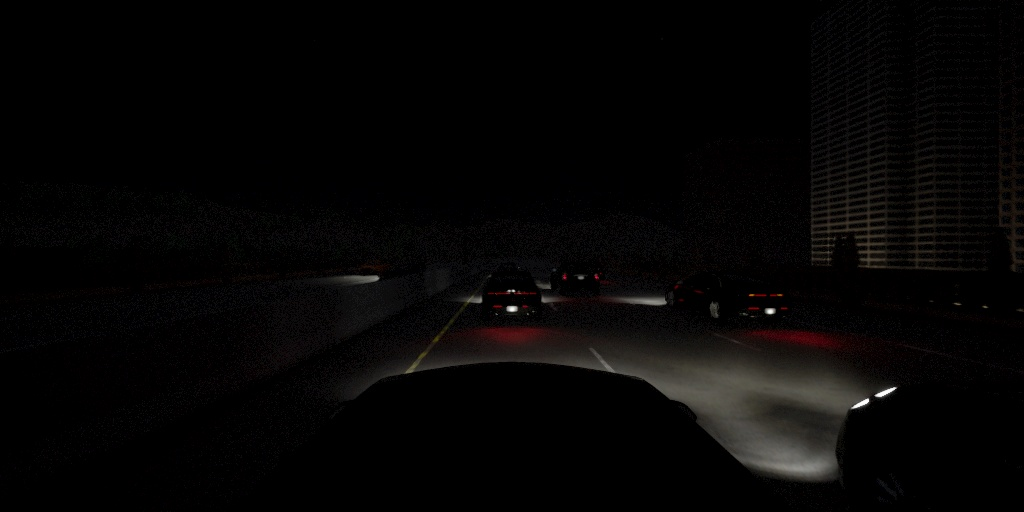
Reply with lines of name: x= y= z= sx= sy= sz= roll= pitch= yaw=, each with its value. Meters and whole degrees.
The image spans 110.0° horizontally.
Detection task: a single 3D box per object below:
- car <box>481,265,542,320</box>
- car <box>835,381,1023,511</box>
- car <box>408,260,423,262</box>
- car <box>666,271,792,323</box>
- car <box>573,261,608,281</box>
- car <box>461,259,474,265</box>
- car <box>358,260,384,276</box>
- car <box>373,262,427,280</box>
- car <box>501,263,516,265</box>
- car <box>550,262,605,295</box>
car: x=-0.027 y=1.249 z=12.602 sx=1.837 sy=1.490 sz=4.892 roll=0 pitch=0 yaw=-1
car: x=3.575 y=1.100 z=0.886 sx=2.097 sy=1.767 sz=4.553 roll=0 pitch=0 yaw=0
car: x=-11.149 y=1.229 z=41.250 sx=2.128 sy=1.511 sz=4.902 roll=0 pitch=0 yaw=-1
car: x=6.980 y=1.245 z=12.153 sx=1.837 sy=1.490 sz=4.892 roll=0 pitch=0 yaw=-1
car: x=6.697 y=1.236 z=31.121 sx=1.837 sy=1.490 sz=4.892 roll=0 pitch=0 yaw=-1
car: x=-7.945 y=1.309 z=64.781 sx=1.994 sy=1.385 sz=4.181 roll=0 pitch=0 yaw=0
car: x=-14.604 y=1.220 z=38.149 sx=1.882 sy=1.535 sz=5.008 roll=0 pitch=0 yaw=-1
car: x=-7.391 y=1.308 z=24.102 sx=1.994 sy=1.385 sz=4.181 roll=0 pitch=0 yaw=-1
car: x=-0.300 y=1.283 z=30.875 sx=2.033 sy=1.411 sz=5.357 roll=0 pitch=0 yaw=-1
car: x=3.369 y=1.091 z=19.772 sx=2.097 sy=1.767 sz=4.553 roll=0 pitch=0 yaw=-1
